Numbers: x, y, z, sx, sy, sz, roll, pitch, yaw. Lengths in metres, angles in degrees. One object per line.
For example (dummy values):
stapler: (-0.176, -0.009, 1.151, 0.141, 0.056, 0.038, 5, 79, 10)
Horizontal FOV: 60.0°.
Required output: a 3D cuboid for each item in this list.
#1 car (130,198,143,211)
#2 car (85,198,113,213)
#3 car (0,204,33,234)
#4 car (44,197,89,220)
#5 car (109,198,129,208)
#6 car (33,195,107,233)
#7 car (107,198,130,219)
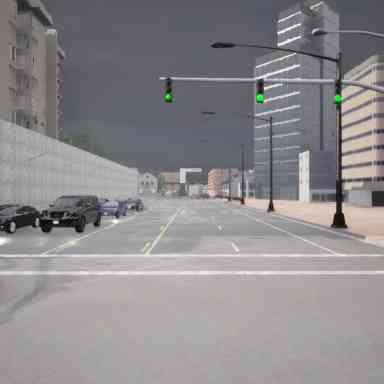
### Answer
car: (-7.097, 1.491, 40.091, 2.128, 1.511, 4.902, 0, 0, 0)
car: (-10.600, 1.505, 38.363, 1.837, 1.490, 4.892, 0, 0, 0)
car: (-10.603, 1.505, 19.477, 1.837, 1.490, 4.892, 0, 0, 0)
car: (-10.605, 1.352, 28.545, 2.097, 1.767, 4.553, 0, 0, 0)
car: (-10.564, 1.601, 48.423, 1.895, 1.301, 4.718, 0, 0, 0)
car: (-7.100, 1.221, 20.108, 2.150, 2.045, 5.566, 0, 0, 0)
car: (-7.104, 1.526, 29.748, 1.812, 1.442, 4.674, 0, 0, 0)
